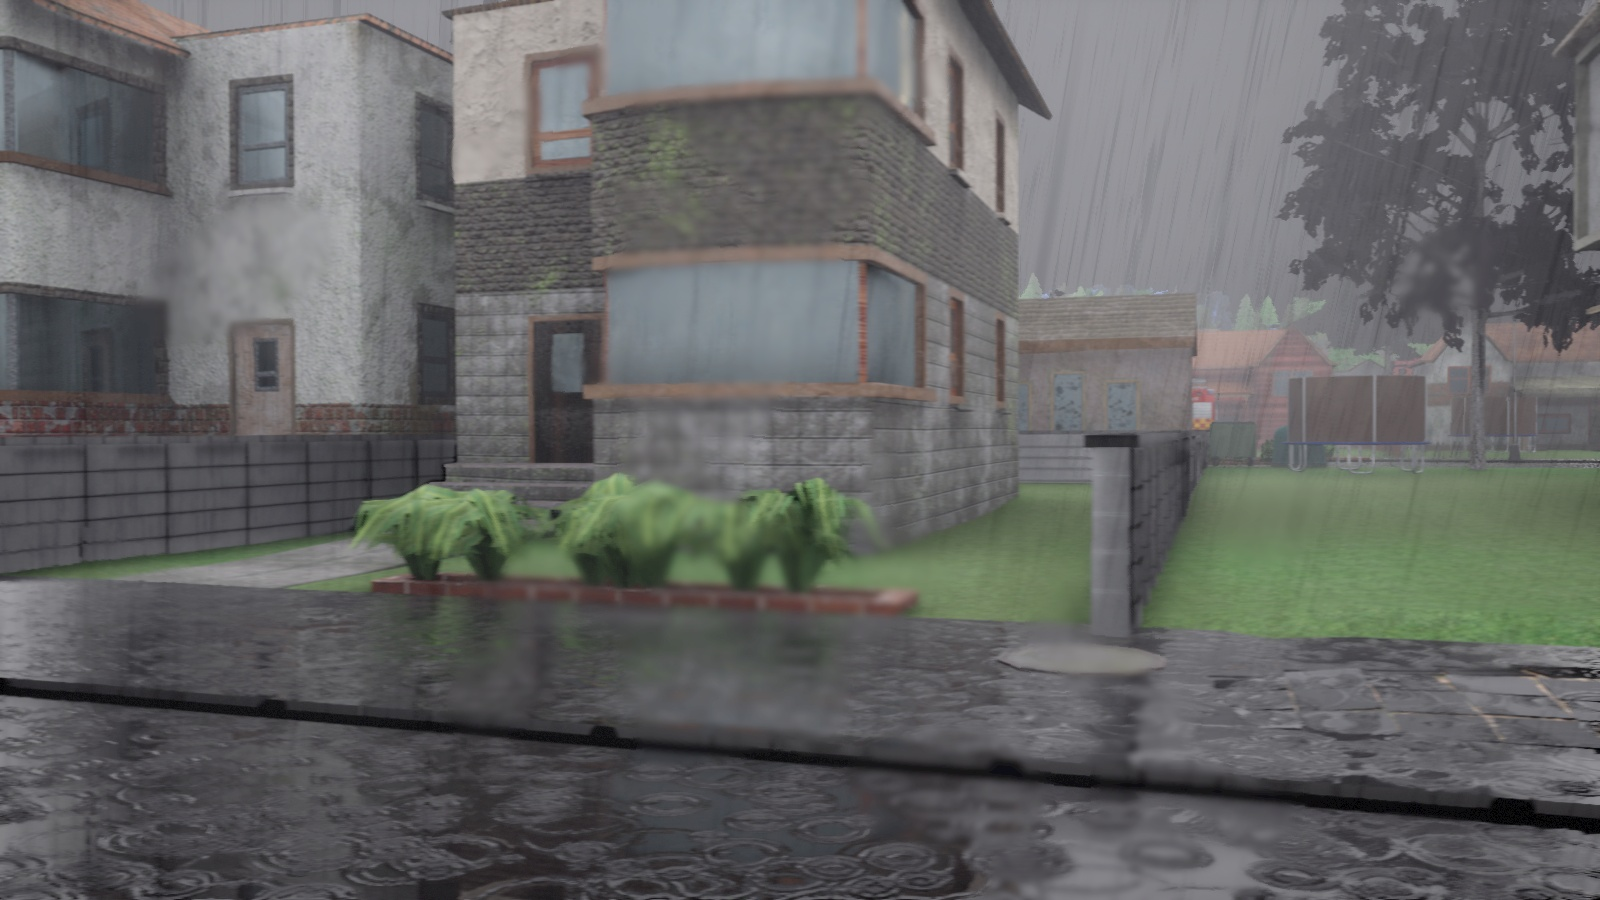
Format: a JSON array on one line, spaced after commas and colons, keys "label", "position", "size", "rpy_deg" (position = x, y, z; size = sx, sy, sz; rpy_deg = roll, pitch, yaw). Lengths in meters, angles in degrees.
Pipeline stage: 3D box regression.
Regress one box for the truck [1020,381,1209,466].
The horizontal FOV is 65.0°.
[{"label": "truck", "position": [14.874, -1.233, 59.389], "size": [8.468, 3.827, 2.891], "rpy_deg": [1, 1, 19]}]
